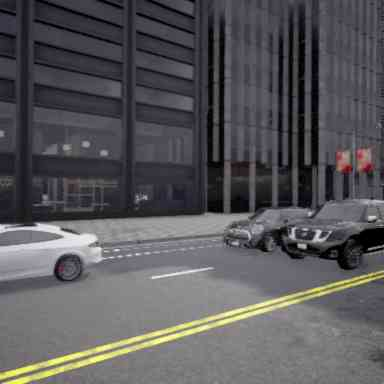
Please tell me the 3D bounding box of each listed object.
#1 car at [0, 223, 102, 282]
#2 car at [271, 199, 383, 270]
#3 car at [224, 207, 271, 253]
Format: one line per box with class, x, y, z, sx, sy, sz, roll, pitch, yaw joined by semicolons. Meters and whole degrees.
car;-4.633;1.531;8.324;4.674;1.442;1.812;1;0;-35
car;5.579;1.293;11.640;5.566;2.045;2.150;0;0;-35
car;3.516;1.424;14.157;4.553;1.767;2.097;1;0;-35
